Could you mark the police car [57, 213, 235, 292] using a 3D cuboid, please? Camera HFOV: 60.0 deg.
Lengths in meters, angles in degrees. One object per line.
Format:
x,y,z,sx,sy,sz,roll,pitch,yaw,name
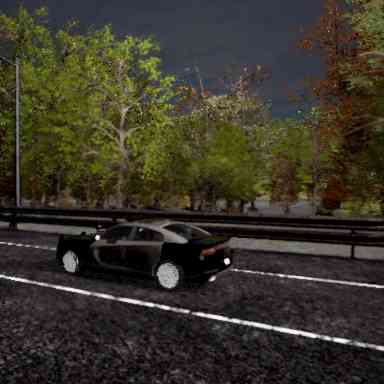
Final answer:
-1.465,1.415,8.953,5.238,1.638,1.930,0,0,28,police car
